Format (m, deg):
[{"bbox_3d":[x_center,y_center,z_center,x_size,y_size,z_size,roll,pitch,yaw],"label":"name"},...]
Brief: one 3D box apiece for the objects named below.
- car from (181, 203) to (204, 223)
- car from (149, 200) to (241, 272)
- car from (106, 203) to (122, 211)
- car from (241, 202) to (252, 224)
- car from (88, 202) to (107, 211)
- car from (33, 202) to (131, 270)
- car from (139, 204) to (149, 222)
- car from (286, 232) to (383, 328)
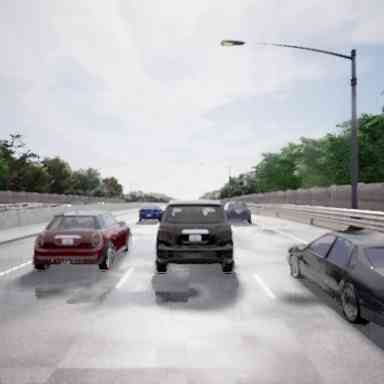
[{"bbox_3d":[0.032,1.761,29.291,1.882,1.535,5.008,0,-1,0],"label":"car"},{"bbox_3d":[0.075,1.256,10.981,2.150,2.045,5.566,0,0,0],"label":"car"},{"bbox_3d":[-14.164,2.713,60.772,1.895,1.301,4.718,0,-2,0],"label":"car"},{"bbox_3d":[3.536,1.597,27.445,2.097,1.767,4.553,0,-1,0],"label":"car"},{"bbox_3d":[-17.661,2.659,62.413,2.128,1.511,4.902,0,-2,0],"label":"car"},{"bbox_3d":[-3.425,1.391,11.270,2.097,1.767,4.553,0,0,0],"label":"car"},{"bbox_3d":[-3.469,1.763,29.264,1.882,1.535,5.008,0,-1,0],"label":"car"},{"bbox_3d":[3.585,1.560,7.055,2.033,1.411,5.357,0,0,0],"label":"car"}]
